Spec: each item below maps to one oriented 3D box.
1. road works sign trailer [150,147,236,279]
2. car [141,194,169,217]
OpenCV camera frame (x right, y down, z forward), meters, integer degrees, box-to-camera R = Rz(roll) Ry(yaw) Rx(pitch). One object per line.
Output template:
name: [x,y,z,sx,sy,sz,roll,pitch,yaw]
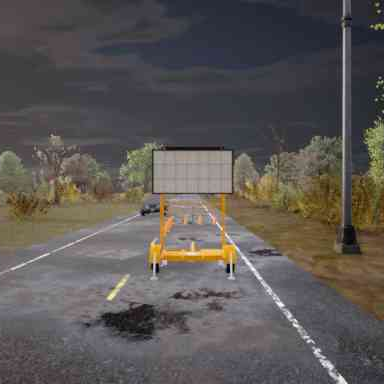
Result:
road works sign trailer: [0.025,0.464,9.977,2.380,3.560,2.880,0,0,0]
car: [-3.427,1.207,31.382,2.150,2.045,5.566,0,0,0]
